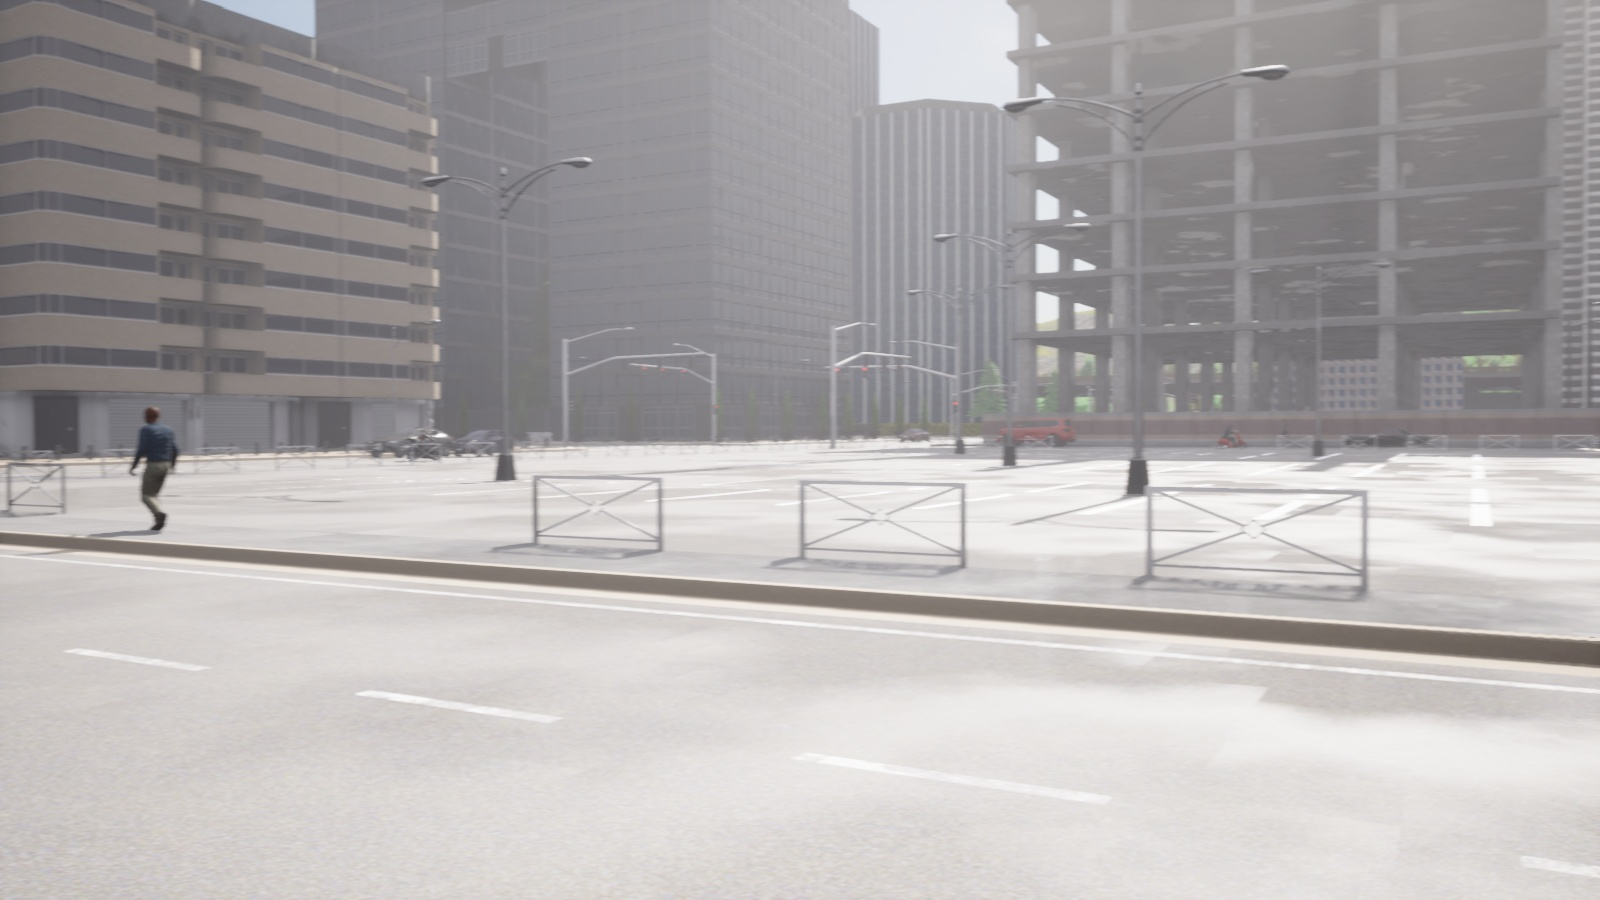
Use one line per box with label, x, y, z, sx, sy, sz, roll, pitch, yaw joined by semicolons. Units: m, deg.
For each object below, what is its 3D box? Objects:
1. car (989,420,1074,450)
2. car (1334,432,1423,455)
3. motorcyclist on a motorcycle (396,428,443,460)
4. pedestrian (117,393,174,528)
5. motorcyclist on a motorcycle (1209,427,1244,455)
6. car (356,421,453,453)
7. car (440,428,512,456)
car;16.470;-1.104;89.398;5.566;2.045;2.150;1;1;28
car;34.893;-0.418;75.763;4.718;1.301;1.895;1;1;28
motorcyclist on a motorcycle;-18.218;-0.298;60.204;0.866;1.530;2.191;1;1;28
pedestrian;-9.119;0.136;17.491;0.726;1.835;0.370;1;1;30
motorcyclist on a motorcycle;24.825;-0.546;73.146;1.817;1.590;0.866;1;1;28
car;-21.597;-0.722;68.765;2.152;1.651;5.027;1;1;28
car;-17.701;-0.473;68.647;1.845;1.501;3.633;1;1;28
